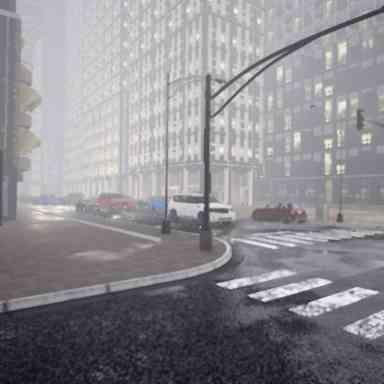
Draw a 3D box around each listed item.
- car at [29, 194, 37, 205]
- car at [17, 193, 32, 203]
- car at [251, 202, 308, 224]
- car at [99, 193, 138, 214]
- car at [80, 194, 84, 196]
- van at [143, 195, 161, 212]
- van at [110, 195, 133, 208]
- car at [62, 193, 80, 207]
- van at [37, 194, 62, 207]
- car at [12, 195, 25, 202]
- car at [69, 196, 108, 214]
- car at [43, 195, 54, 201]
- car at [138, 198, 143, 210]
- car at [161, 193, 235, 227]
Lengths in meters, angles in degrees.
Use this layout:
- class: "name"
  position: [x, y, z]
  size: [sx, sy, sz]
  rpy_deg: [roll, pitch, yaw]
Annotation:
- class: "car"
  position: [-23.487, 1.388, 51.668]
  size: [1.802, 1.307, 4.206]
  rpy_deg: [1, -1, -35]
- class: "car"
  position: [-30.026, 1.111, 60.881]
  size: [2.192, 1.841, 5.009]
  rpy_deg: [1, -1, -35]
- class: "car"
  position: [6.244, 1.424, 24.286]
  size: [1.967, 1.590, 4.097]
  rpy_deg: [1, -1, -35]
- class: "car"
  position: [-8.023, 1.094, 34.381]
  size: [2.150, 2.045, 5.566]
  rpy_deg: [1, -1, -35]
- class: "car"
  position: [-14.236, 1.394, 48.562]
  size: [2.128, 1.511, 4.902]
  rpy_deg: [1, -1, -35]
- class: "van"
  position: [-3.568, 1.301, 38.102]
  size: [1.690, 1.788, 3.998]
  rpy_deg: [1, -1, -35]
- class: "van"
  position: [-10.110, 1.288, 47.313]
  size: [1.690, 1.788, 3.998]
  rpy_deg: [1, -1, -35]
- class: "car"
  position: [-18.494, 1.345, 49.269]
  size: [2.128, 1.511, 4.902]
  rpy_deg: [1, -1, -35]
- class: "van"
  position: [-20.213, 1.153, 47.065]
  size: [1.690, 1.788, 3.998]
  rpy_deg: [1, -1, -35]
- class: "car"
  position: [-36.571, 1.353, 70.089]
  size: [1.947, 1.339, 4.313]
  rpy_deg: [1, -1, -35]
- class: "car"
  position: [-10.403, 1.382, 33.248]
  size: [2.008, 1.369, 4.403]
  rpy_deg: [1, -1, -35]
- class: "car"
  position: [-36.283, 1.491, 84.151]
  size: [1.802, 1.307, 4.206]
  rpy_deg: [1, -1, -35]
- class: "car"
  position: [-6.842, 1.504, 42.706]
  size: [2.008, 1.369, 4.403]
  rpy_deg: [1, -1, -35]
- class: "car"
  position: [0.463, 1.114, 22.431]
  size: [2.150, 2.045, 5.566]
  rpy_deg: [1, -1, -35]
